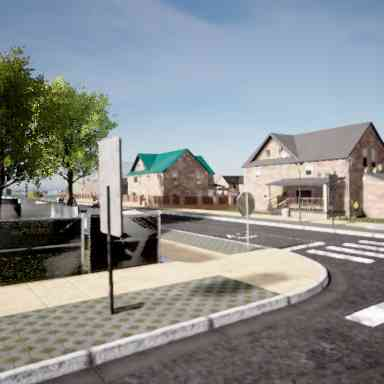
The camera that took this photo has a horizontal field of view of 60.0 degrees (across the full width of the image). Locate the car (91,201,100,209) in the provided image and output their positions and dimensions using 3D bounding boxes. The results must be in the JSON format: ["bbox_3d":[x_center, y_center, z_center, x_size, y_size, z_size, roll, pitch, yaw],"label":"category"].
[{"bbox_3d":[-8.858,1.580,33.851,1.994,1.385,4.181,-2,1,-34],"label":"car"}]
